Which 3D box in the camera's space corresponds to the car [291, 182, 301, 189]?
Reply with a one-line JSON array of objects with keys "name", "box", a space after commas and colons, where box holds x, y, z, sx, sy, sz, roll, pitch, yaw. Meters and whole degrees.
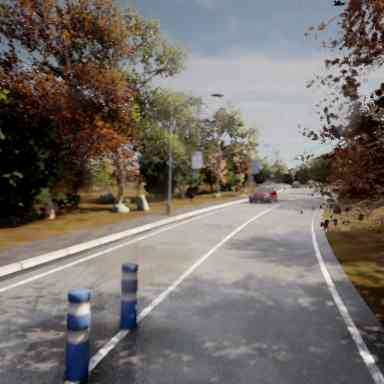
[{"name": "car", "box": [22.551, -1.526, 71.912, 1.812, 1.442, 4.674, 1, 3, 16]}]

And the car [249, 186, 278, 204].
[{"name": "car", "box": [7.126, 0.210, 33.089, 2.097, 1.767, 4.553, 0, 3, 24]}]
